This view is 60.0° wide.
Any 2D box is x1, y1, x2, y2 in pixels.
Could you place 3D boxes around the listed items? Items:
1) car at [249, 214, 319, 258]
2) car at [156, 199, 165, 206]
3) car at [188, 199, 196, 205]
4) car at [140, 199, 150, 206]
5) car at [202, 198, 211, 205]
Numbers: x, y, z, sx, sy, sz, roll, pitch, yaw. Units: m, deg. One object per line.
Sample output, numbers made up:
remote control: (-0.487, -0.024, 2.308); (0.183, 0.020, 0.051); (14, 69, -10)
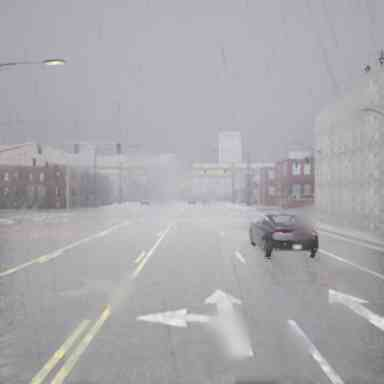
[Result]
car: (3.521, 1.640, 13.477); (2.128, 1.511, 4.902); (0, 0, 0)
car: (-7.005, 2.349, 74.969); (2.033, 1.411, 5.357); (0, -1, 0)
car: (-0.006, 2.390, 81.552); (2.128, 1.511, 4.902); (0, -1, 0)
car: (-10.505, 2.307, 74.771); (1.837, 1.490, 4.892); (0, -1, 0)
car: (3.494, 2.361, 81.557); (1.837, 1.490, 4.892); (0, -1, 0)
